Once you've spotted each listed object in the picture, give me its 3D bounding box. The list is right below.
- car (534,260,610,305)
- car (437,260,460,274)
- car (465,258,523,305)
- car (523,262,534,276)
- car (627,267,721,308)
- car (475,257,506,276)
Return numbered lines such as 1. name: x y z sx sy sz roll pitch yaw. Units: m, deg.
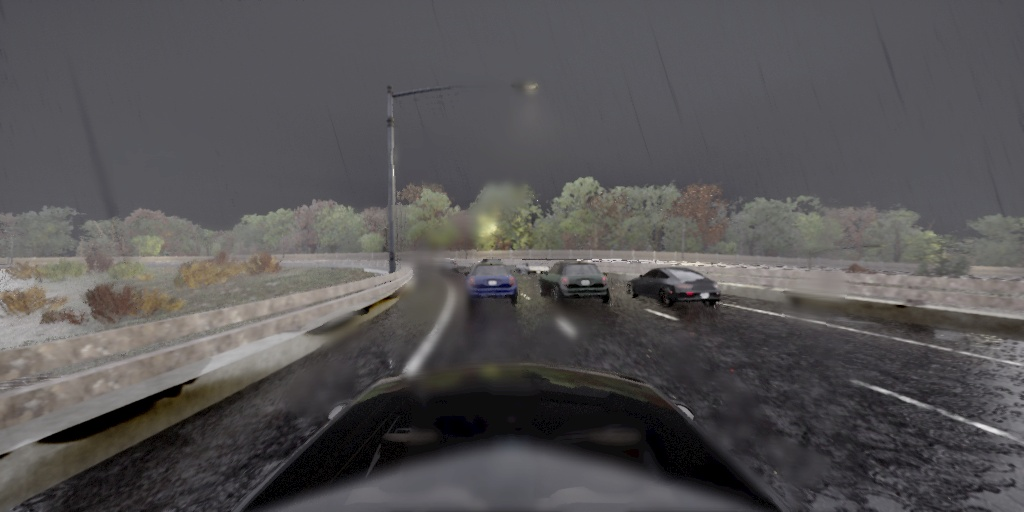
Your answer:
1. car: 2.550 1.027 15.791 2.097 1.767 4.553 -1 0 -7
2. car: -7.140 1.233 40.082 2.128 1.511 4.902 -1 0 -21
3. car: -1.039 1.075 16.225 2.097 1.767 4.553 -1 0 -8
4. car: 1.815 1.232 35.719 1.895 1.301 4.718 -1 0 -17
5. car: 6.275 1.154 14.370 1.812 1.442 4.674 -1 0 -6
6. car: -2.316 1.036 36.878 2.097 1.767 4.553 -1 0 -18
